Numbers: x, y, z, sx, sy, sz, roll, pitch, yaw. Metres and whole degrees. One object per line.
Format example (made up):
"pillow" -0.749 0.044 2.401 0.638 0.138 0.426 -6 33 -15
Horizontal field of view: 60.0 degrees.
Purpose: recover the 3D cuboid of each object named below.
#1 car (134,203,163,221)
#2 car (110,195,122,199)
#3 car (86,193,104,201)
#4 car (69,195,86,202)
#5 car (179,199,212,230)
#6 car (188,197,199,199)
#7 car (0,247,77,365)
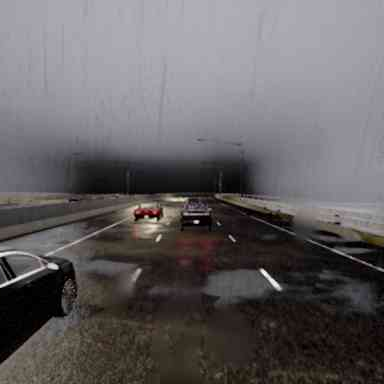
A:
"car" -3.320 1.517 26.349 1.895 1.301 4.718 0 0 0
"car" -13.953 1.292 61.493 1.812 1.442 4.674 0 0 0
"car" -17.450 0.878 61.606 1.812 1.442 4.674 0 0 0
"car" -20.952 1.274 61.621 2.033 1.411 5.357 0 0 0
"car" 0.228 1.442 20.822 2.128 1.511 4.902 0 0 -1
"car" 0.120 1.404 39.526 1.837 1.490 4.892 0 0 0
"car" -3.074 1.463 4.446 2.128 1.511 4.902 0 0 -1
